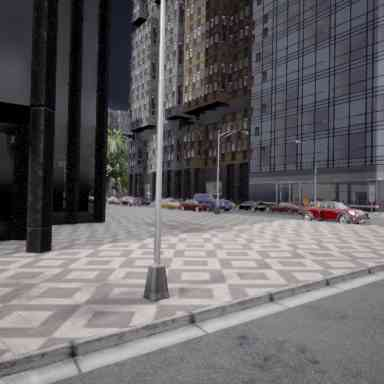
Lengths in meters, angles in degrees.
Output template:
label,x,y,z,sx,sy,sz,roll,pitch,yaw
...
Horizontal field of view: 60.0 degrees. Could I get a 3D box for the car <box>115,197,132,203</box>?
label,x,y,z,sx,sy,sz,roll,pitch,yaw
car,-14.994,1.742,72.831,1.947,1.339,4.313,2,-1,-35

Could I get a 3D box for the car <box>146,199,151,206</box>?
label,x,y,z,sx,sy,sz,roll,pitch,yaw
car,-8.774,1.571,54.190,2.033,1.411,5.357,2,-1,-35

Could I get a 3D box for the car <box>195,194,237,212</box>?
label,x,y,z,sx,sy,sz,roll,pitch,yaw
car,2.231,1.234,38.610,2.150,2.045,5.566,2,-1,-35

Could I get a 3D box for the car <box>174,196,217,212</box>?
label,x,y,z,sx,sy,sz,roll,pitch,yaw
car,0.370,1.486,36.617,1.887,1.381,4.507,2,-1,-35

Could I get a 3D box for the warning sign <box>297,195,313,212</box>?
label,x,y,z,sx,sy,sz,roll,pitch,yaw
warning sign,12.853,1.340,37.781,1.300,1.860,1.060,2,-1,-35

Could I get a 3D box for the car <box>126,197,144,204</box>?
label,x,y,z,sx,sy,sz,roll,pitch,yaw
car,-11.807,1.742,68.364,1.947,1.339,4.313,2,-1,-35

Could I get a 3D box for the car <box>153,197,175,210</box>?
label,x,y,z,sx,sy,sz,roll,pitch,yaw
car,-2.718,1.470,40.947,1.752,1.417,4.829,2,-1,-35

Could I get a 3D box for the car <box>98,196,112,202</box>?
label,x,y,z,sx,sy,sz,roll,pitch,yaw
car,-21.366,1.757,81.764,1.802,1.307,4.206,2,-1,-35

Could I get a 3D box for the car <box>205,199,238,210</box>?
label,x,y,z,sx,sy,sz,roll,pitch,yaw
car,4.026,1.696,46.168,1.752,1.417,4.829,2,-1,-35

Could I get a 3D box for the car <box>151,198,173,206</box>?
label,x,y,z,sx,sy,sz,roll,pitch,yaw
car,-5.435,1.727,59.431,2.008,1.369,4.403,2,-1,-35

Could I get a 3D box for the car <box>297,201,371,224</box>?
label,x,y,z,sx,sy,sz,roll,pitch,yaw
car,9.914,1.372,23.242,1.967,1.590,4.097,2,-1,-37

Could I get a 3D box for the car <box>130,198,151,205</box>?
label,x,y,z,sx,sy,sz,roll,pitch,yaw
car,-9.322,1.705,60.123,1.895,1.301,4.718,2,-1,-35

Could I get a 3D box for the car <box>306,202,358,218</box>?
label,x,y,z,sx,sy,sz,roll,pitch,yaw
car,13.683,1.727,32.629,1.947,1.339,4.313,2,-1,-35

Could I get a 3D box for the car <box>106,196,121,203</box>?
label,x,y,z,sx,sy,sz,roll,pitch,yaw
car,-18.277,1.701,77.437,1.752,1.417,4.829,2,-1,-35

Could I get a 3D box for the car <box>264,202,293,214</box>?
label,x,y,z,sx,sy,sz,roll,pitch,yaw
car,10.496,1.746,37.095,1.802,1.307,4.206,2,-1,-35

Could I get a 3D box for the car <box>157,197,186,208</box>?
label,x,y,z,sx,sy,sz,roll,pitch,yaw
car,-3.227,1.595,51.655,2.128,1.511,4.902,2,-1,-35

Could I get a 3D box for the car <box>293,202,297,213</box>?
label,x,y,z,sx,sy,sz,roll,pitch,yaw
car,11.061,1.552,26.273,2.033,1.411,5.357,2,-1,-33

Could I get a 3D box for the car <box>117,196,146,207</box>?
label,x,y,z,sx,sy,sz,roll,pitch,yaw
car,-9.188,1.390,50.022,1.967,1.590,4.097,2,-1,-35

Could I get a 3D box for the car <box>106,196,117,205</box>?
label,x,y,z,sx,sy,sz,roll,pitch,yaw
car,-12.378,1.533,54.488,1.802,1.307,4.206,2,-1,-35

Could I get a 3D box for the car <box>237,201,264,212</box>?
label,x,y,z,sx,sy,sz,roll,pitch,yaw
car,7.310,1.733,41.562,1.947,1.339,4.313,2,-1,-35
